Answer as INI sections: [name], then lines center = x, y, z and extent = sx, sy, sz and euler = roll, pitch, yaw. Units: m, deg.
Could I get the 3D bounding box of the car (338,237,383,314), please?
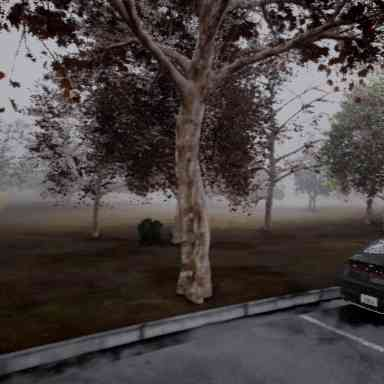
[car]
center = 5.111, 1.538, 6.602
extent = 4.892, 1.521, 2.231
euler = 0, 0, -26
